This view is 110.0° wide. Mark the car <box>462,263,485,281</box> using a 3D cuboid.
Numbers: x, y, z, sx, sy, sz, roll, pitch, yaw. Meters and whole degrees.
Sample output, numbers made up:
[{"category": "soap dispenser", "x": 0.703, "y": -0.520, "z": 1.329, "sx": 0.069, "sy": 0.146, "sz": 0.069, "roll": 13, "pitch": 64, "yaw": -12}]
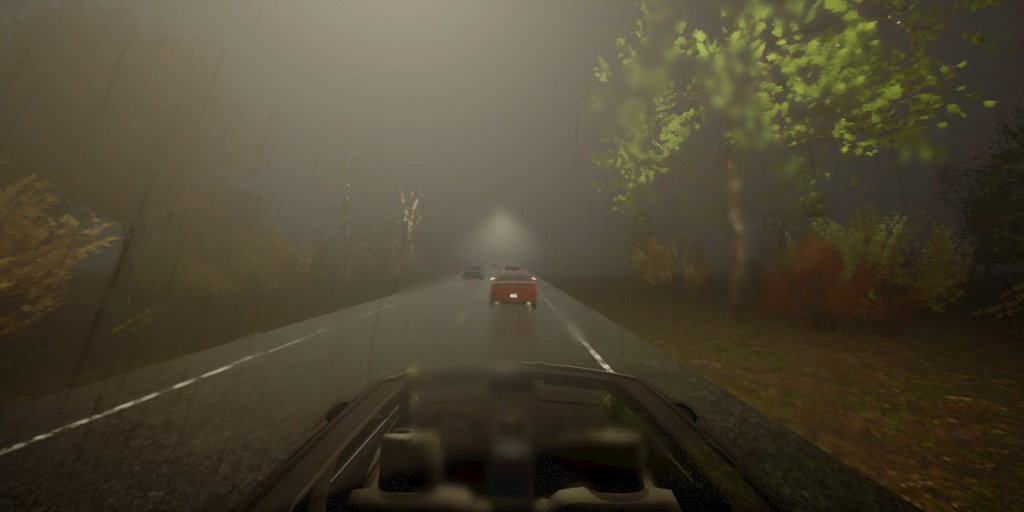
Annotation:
[{"category": "car", "x": -3.732, "y": 1.630, "z": 35.482, "sx": 1.882, "sy": 1.535, "sz": 5.008, "roll": 0, "pitch": -1, "yaw": -1}]

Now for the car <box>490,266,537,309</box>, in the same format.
[{"category": "car", "x": 0.063, "y": 1.403, "z": 16.184, "sx": 1.882, "sy": 1.535, "sz": 5.008, "roll": 0, "pitch": -1, "yaw": 0}]

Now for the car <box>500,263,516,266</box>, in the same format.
[{"category": "car", "x": -0.013, "y": 1.662, "z": 35.894, "sx": 1.837, "sy": 1.490, "sz": 4.892, "roll": 0, "pitch": -1, "yaw": 0}]
